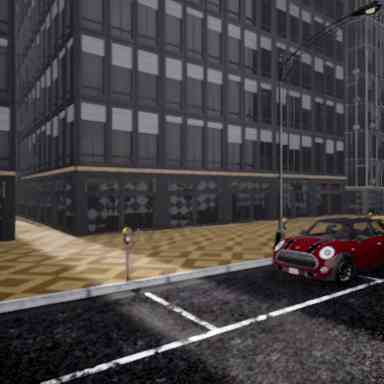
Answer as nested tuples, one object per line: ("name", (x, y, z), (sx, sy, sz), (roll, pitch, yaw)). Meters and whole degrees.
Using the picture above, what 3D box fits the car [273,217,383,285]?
("car", (4.197, 1.484, 9.572), (4.097, 1.590, 1.967), (0, -1, -36))
